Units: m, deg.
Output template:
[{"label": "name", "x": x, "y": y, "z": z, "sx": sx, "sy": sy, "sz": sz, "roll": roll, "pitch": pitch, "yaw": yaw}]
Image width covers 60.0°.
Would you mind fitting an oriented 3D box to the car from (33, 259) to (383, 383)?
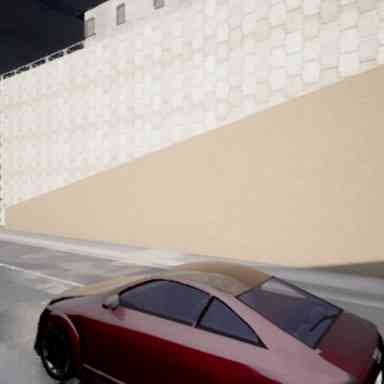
[{"label": "car", "x": -0.039, "y": 1.560, "z": 4.020, "sx": 4.181, "sy": 1.385, "sz": 1.994, "roll": 0, "pitch": 0, "yaw": 35}]
